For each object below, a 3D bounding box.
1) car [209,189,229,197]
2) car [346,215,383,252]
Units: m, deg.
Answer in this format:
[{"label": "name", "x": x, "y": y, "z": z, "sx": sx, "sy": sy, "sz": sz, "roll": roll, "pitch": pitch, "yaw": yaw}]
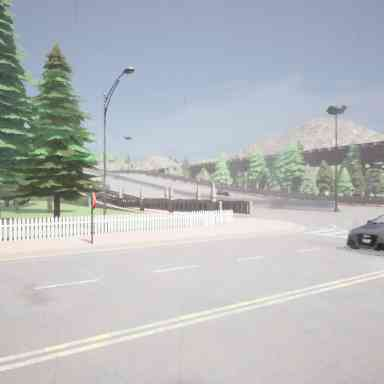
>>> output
[{"label": "car", "x": 5.464, "y": 0.173, "z": 67.658, "sx": 2.128, "sy": 1.511, "sz": 4.902, "roll": 0, "pitch": 6, "yaw": -34}, {"label": "car", "x": 7.946, "y": 1.564, "z": 12.855, "sx": 4.181, "sy": 1.385, "sz": 1.994, "roll": 0, "pitch": 0, "yaw": -30}]
